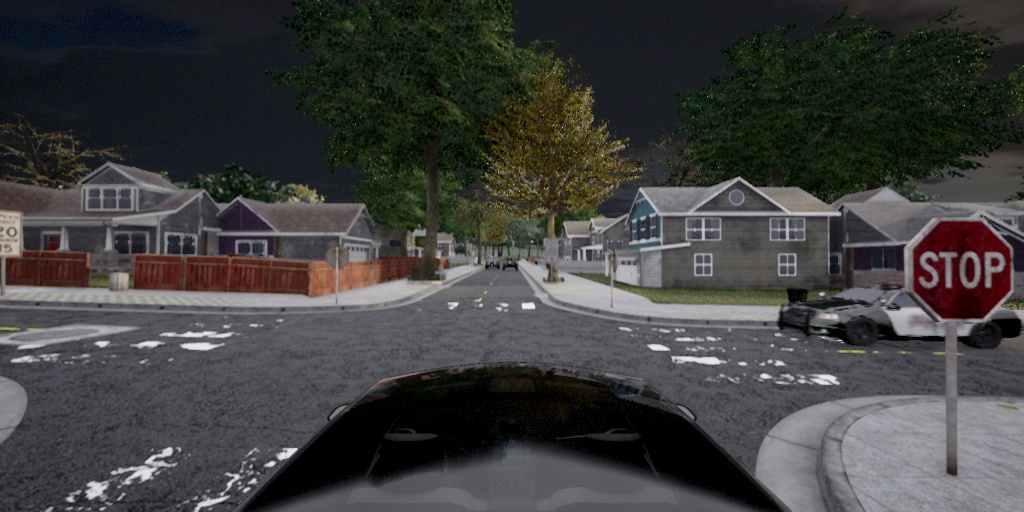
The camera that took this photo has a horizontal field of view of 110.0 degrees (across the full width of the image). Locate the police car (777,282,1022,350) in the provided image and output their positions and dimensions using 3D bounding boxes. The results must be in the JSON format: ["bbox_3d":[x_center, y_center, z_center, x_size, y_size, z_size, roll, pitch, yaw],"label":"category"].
[{"bbox_3d":[9.978,1.524,9.616,4.974,1.542,2.038,1,-1,0],"label":"police car"}]

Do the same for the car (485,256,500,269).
[{"bbox_3d":[-3.016,1.008,56.232,2.150,2.045,5.566,0,0,0],"label":"car"}]

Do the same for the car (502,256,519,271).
[{"bbox_3d":[-0.242,1.005,51.299,2.150,2.045,5.566,0,0,0],"label":"car"}]
